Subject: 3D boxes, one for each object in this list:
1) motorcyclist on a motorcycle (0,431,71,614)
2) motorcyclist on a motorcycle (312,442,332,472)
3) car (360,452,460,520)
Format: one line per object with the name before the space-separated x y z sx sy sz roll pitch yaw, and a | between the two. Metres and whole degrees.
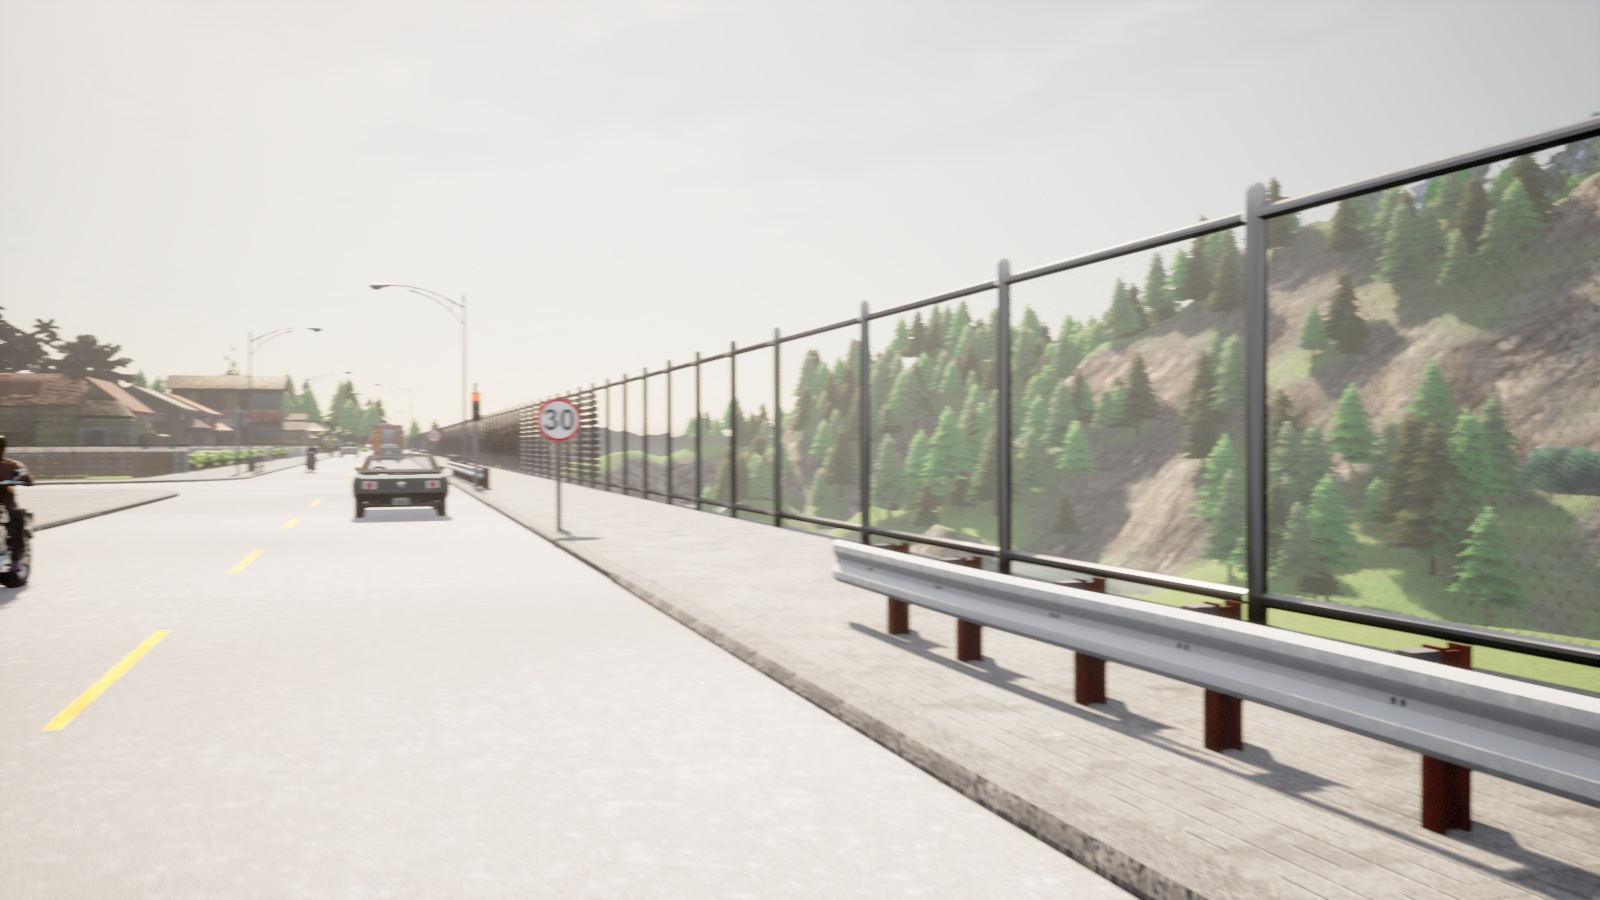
motorcyclist on a motorcycle | -7.866 0.643 12.305 0.766 1.649 2.350 0 1 -18
motorcyclist on a motorcycle | -25.503 0.375 67.038 0.866 1.590 1.817 0 0 -18
car | -8.421 0.711 27.072 1.895 1.301 4.718 0 0 -18
